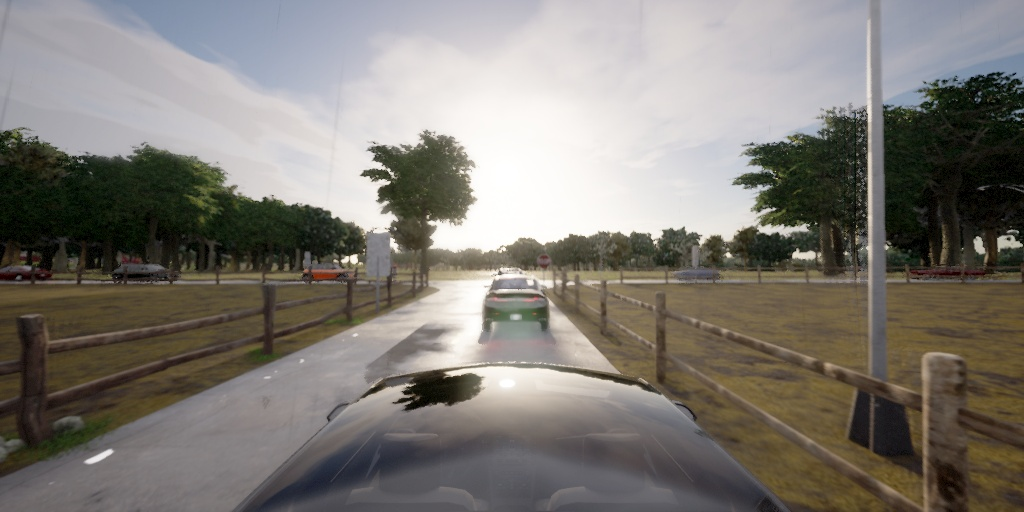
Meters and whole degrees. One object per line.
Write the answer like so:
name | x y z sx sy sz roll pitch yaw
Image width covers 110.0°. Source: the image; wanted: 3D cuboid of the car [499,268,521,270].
car | -0.143 1.491 21.760 2.128 1.511 4.902 0 -1 -3

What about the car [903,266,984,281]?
car | 38.658 1.552 32.275 4.718 1.301 1.895 -1 -2 12

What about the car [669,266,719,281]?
car | 17.260 1.678 34.105 4.181 1.385 1.994 0 -2 1

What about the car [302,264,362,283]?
car | -15.577 1.464 31.260 4.553 1.767 2.097 0 -2 0

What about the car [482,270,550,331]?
car | 0.103 1.349 11.398 2.128 1.511 4.902 0 -1 0

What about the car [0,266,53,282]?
car | -47.042 1.683 34.163 5.008 1.535 1.882 0 -2 1

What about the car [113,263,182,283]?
car | -31.668 1.455 31.269 4.553 1.767 2.097 0 -2 0

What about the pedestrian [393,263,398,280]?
pedestrian | -12.100 1.598 37.232 0.375 1.860 0.375 0 -2 0
